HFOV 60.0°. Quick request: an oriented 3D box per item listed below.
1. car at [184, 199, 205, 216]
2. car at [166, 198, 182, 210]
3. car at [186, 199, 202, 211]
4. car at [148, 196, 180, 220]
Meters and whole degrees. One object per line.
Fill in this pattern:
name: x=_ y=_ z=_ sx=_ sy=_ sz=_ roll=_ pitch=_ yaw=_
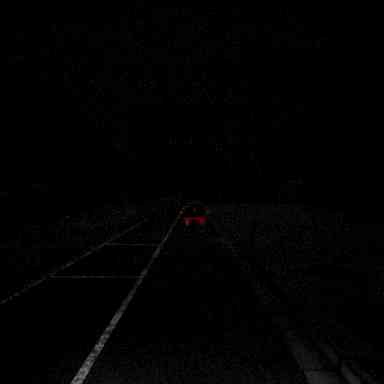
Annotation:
car: x=0.250 y=1.508 z=32.934 sx=1.882 sy=1.535 sz=5.008 roll=0 pitch=0 yaw=0
car: x=-2.379 y=1.573 z=44.698 sx=1.752 sy=1.417 sz=4.829 roll=1 pitch=0 yaw=0
car: x=0.256 y=1.610 z=43.439 sx=1.994 sy=1.385 sz=4.181 roll=0 pitch=0 yaw=1
car: x=-2.465 y=1.339 z=28.272 sx=2.192 sy=1.841 sz=5.009 roll=1 pitch=0 yaw=0
